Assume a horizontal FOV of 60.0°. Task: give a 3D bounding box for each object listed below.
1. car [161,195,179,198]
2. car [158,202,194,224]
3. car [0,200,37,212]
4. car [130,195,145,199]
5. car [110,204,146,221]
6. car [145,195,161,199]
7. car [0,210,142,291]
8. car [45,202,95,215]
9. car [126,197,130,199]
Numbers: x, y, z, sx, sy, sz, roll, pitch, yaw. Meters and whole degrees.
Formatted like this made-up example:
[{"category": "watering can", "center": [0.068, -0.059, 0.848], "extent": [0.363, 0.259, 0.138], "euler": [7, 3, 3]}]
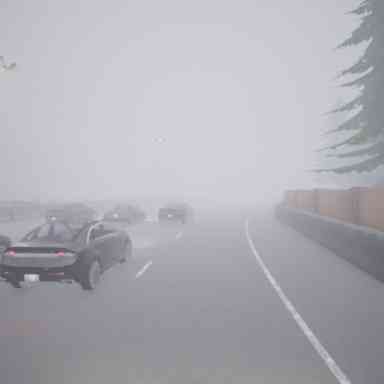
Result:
[{"category": "car", "center": [-4.028, 1.480, 72.072], "extent": [2.033, 1.411, 5.357], "euler": [0, 0, 25]}, {"category": "car", "center": [-1.074, 1.458, 24.800], "extent": [1.882, 1.535, 5.008], "euler": [0, 0, 10]}, {"category": "car", "center": [-17.564, 1.467, 32.882], "extent": [2.033, 1.411, 5.357], "euler": [0, 0, 12]}, {"category": "car", "center": [-10.905, 1.430, 73.913], "extent": [2.128, 1.511, 4.902], "euler": [0, 0, 25]}, {"category": "car", "center": [-4.747, 1.533, 24.018], "extent": [1.994, 1.385, 4.181], "euler": [0, 0, 9]}, {"category": "car", "center": [-7.632, 1.419, 72.647], "extent": [1.837, 1.490, 4.892], "euler": [0, 0, 25]}, {"category": "car", "center": [-3.002, 1.475, 8.966], "extent": [2.128, 1.511, 4.902], "euler": [0, 0, 4]}, {"category": "car", "center": [-8.385, 1.462, 23.557], "extent": [1.837, 1.490, 4.892], "euler": [0, 0, 9]}, {"category": "car", "center": [-13.295, 1.501, 77.033], "extent": [1.895, 1.301, 4.718], "euler": [0, 0, 25]}]
